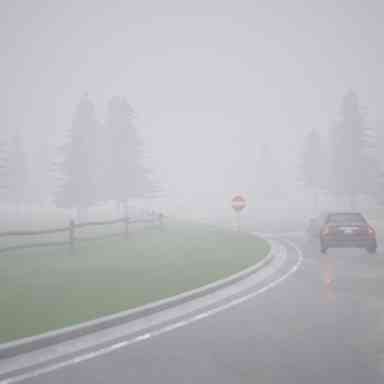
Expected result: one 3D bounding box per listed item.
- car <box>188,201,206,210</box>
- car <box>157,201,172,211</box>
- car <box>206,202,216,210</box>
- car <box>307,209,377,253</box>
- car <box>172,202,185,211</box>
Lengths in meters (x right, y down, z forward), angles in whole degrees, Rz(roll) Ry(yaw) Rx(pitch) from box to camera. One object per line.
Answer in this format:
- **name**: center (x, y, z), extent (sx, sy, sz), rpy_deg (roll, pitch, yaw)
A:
- **car**: center (0.627, 2.879, 71.598), extent (2.150, 2.045, 5.566), rpy_deg (-1, -1, -14)
- **car**: center (-6.190, 3.208, 70.029), extent (1.882, 1.535, 5.008), rpy_deg (-1, -1, -14)
- **car**: center (3.731, 3.004, 73.586), extent (2.097, 1.767, 4.553), rpy_deg (-1, -1, -14)
- **car**: center (6.521, 1.600, 14.982), extent (2.097, 1.767, 4.553), rpy_deg (-2, -1, 12)
- **car**: center (-2.820, 3.174, 70.962), extent (1.882, 1.535, 5.008), rpy_deg (-1, -1, -14)
